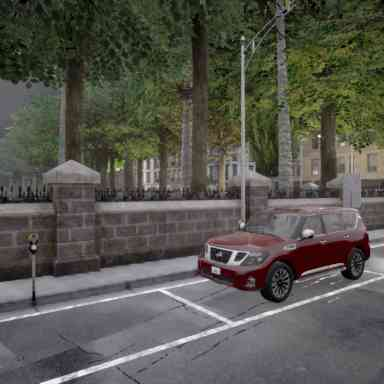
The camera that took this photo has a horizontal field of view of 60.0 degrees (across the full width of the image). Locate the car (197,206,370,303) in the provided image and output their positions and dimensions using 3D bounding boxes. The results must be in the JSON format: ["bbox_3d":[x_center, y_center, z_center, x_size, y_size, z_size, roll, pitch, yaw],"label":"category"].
[{"bbox_3d":[2.532,1.314,8.398,5.009,1.841,2.192,0,0,-36],"label":"car"}]
